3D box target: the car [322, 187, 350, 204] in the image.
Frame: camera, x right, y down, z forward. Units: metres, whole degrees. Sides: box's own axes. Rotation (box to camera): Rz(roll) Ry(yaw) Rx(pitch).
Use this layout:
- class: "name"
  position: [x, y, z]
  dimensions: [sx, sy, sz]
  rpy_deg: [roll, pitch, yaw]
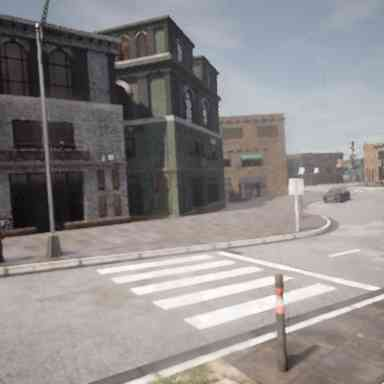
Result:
- class: "car"
  position: [14.902, 0.321, 34.254]
  dimensions: [1.837, 1.490, 4.892]
  rpy_deg: [-2, 2, 38]
